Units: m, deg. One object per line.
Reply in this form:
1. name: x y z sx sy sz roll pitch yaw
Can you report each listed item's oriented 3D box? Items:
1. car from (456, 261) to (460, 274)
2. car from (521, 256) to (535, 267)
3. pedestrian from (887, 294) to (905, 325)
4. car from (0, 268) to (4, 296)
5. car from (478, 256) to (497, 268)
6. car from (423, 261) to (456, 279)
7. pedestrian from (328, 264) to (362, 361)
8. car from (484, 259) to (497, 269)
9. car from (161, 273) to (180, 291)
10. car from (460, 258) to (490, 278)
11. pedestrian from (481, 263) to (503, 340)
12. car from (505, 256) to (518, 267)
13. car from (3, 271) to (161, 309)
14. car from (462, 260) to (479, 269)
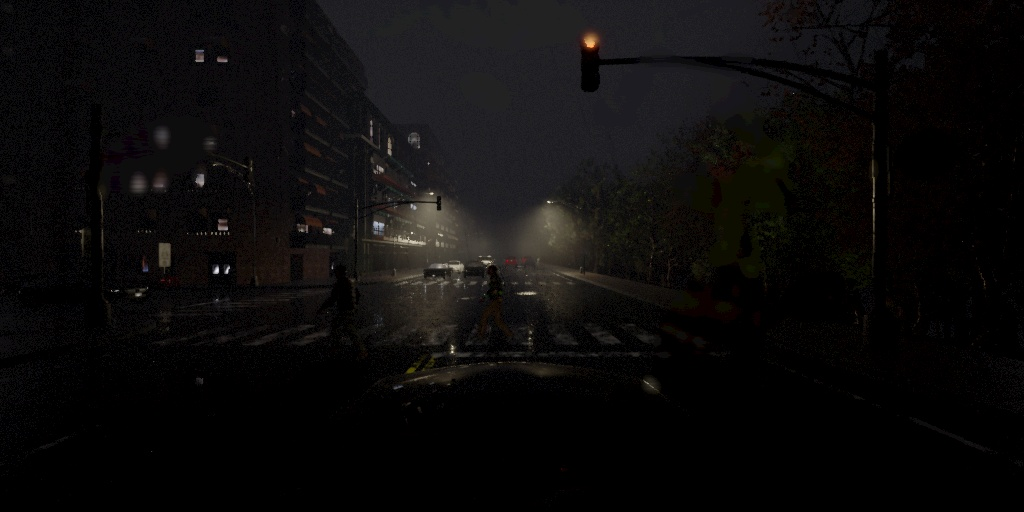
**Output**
1. car: -6.675 1.281 41.630 1.812 1.442 4.674 0 0 0
2. car: 3.128 1.244 64.358 1.882 1.535 5.008 0 0 0
3. pedestrian: 8.020 1.271 7.569 0.500 1.100 0.500 0 0 0
4. car: -22.681 1.335 13.289 5.009 1.841 2.192 0 0 -1
5. car: -3.431 0.980 45.152 2.150 2.045 5.566 0 0 0
6. car: -6.664 1.353 32.706 1.895 1.301 4.718 0 0 0
7. pedestrian: -3.189 1.044 6.852 0.375 1.860 0.375 0 0 0
8. car: -3.440 1.264 58.095 1.837 1.490 4.892 0 1 0
9. car: -22.820 1.593 21.936 4.207 1.307 1.802 0 0 -1
10. car: -3.410 1.230 34.225 1.882 1.535 5.008 0 0 0
11. pedestrian: -0.448 1.044 8.152 0.375 1.860 0.375 0 0 0
12. car: -0.122 0.988 64.381 2.150 2.045 5.566 0 0 0
13. car: -19.089 1.497 16.081 4.674 1.442 1.812 -1 0 0
14. car: -6.691 1.311 58.155 2.033 1.411 5.357 0 0 0
